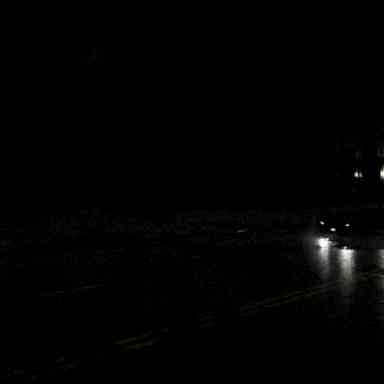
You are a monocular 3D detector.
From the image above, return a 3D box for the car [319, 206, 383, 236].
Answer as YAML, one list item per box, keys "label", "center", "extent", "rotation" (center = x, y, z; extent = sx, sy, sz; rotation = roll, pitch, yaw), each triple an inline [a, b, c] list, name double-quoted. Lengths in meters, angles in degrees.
- label: "car"
  center: [9.262, 1.498, 18.285]
  extent: [5.357, 1.411, 2.033]
  rotation: [0, 0, -36]
